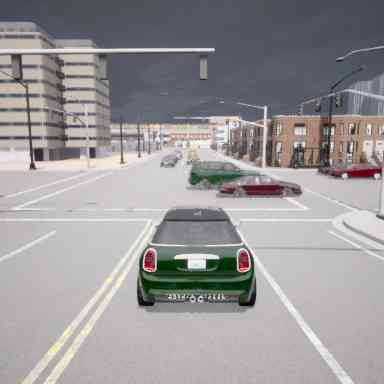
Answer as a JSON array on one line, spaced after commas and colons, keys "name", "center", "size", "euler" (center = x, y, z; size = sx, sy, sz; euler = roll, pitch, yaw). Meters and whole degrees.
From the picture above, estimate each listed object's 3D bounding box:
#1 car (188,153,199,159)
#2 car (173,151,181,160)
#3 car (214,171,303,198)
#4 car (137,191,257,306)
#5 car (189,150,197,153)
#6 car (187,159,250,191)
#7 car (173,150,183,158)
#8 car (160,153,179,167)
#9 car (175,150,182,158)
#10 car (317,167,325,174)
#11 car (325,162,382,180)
[{"name": "car", "center": [0.223, -5.232, 54.417], "size": [1.895, 1.301, 4.718], "euler": [0, 8, 0]}, {"name": "car", "center": [-3.453, -5.917, 58.183], "size": [1.882, 1.535, 5.008], "euler": [0, 9, 0]}, {"name": "car", "center": [4.357, -0.417, 21.760], "size": [5.357, 1.411, 2.033], "euler": [0, 8, 0]}, {"name": "car", "center": [0.092, 1.076, 7.648], "size": [2.097, 1.767, 4.553], "euler": [0, 4, 0]}, {"name": "car", "center": [0.175, -9.314, 80.118], "size": [2.097, 1.767, 4.553], "euler": [0, 8, 0]}, {"name": "car", "center": [2.448, -1.257, 25.183], "size": [5.566, 2.045, 2.150], "euler": [0, 8, 0]}, {"name": "car", "center": [-3.331, -8.926, 77.528], "size": [2.097, 1.767, 4.553], "euler": [0, 8, 0]}, {"name": "car", "center": [-3.506, -4.511, 48.846], "size": [2.128, 1.511, 4.902], "euler": [0, 8, 1]}, {"name": "car", "center": [-3.364, -7.255, 67.478], "size": [1.812, 1.442, 4.674], "euler": [0, 8, 1]}, {"name": "car", "center": [16.399, -2.507, 35.745], "size": [5.357, 1.411, 2.033], "euler": [0, 8, 0]}, {"name": "car", "center": [16.052, -2.059, 32.267], "size": [5.008, 1.535, 1.882], "euler": [0, 8, 0]}]
